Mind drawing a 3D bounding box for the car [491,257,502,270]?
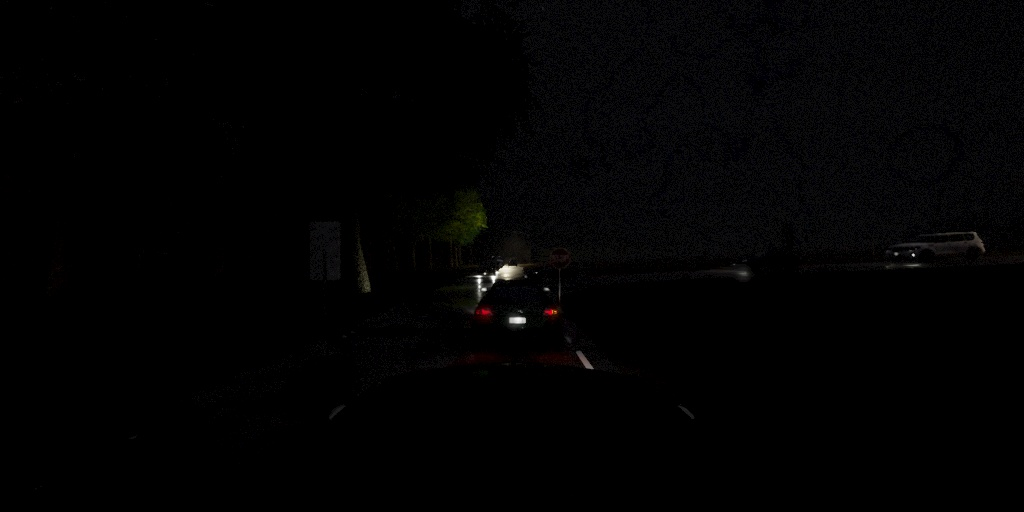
[{"bbox_3d":[-2.734,1.261,49.396,1.882,1.535,5.008,0,0,1],"label":"car"}]

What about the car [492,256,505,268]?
[{"bbox_3d":[-2.672,1.025,60.108,2.150,2.045,5.566,0,0,1],"label":"car"}]

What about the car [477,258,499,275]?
[{"bbox_3d":[-2.710,1.274,39.303,1.837,1.490,4.892,0,0,-1],"label":"car"}]

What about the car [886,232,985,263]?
[{"bbox_3d":[31.295,-0.650,26.599,5.566,2.045,2.150,-3,1,1],"label":"car"}]

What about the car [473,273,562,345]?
[{"bbox_3d":[0.092,1.313,9.496,1.994,1.385,4.181,0,0,-1],"label":"car"}]

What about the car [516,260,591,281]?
[{"bbox_3d":[3.149,1.027,24.992,4.902,1.511,2.128,-3,0,-24],"label":"car"}]

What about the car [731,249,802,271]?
[{"bbox_3d":[18.931,0.263,26.753,4.674,1.442,1.812,-3,1,1],"label":"car"}]
